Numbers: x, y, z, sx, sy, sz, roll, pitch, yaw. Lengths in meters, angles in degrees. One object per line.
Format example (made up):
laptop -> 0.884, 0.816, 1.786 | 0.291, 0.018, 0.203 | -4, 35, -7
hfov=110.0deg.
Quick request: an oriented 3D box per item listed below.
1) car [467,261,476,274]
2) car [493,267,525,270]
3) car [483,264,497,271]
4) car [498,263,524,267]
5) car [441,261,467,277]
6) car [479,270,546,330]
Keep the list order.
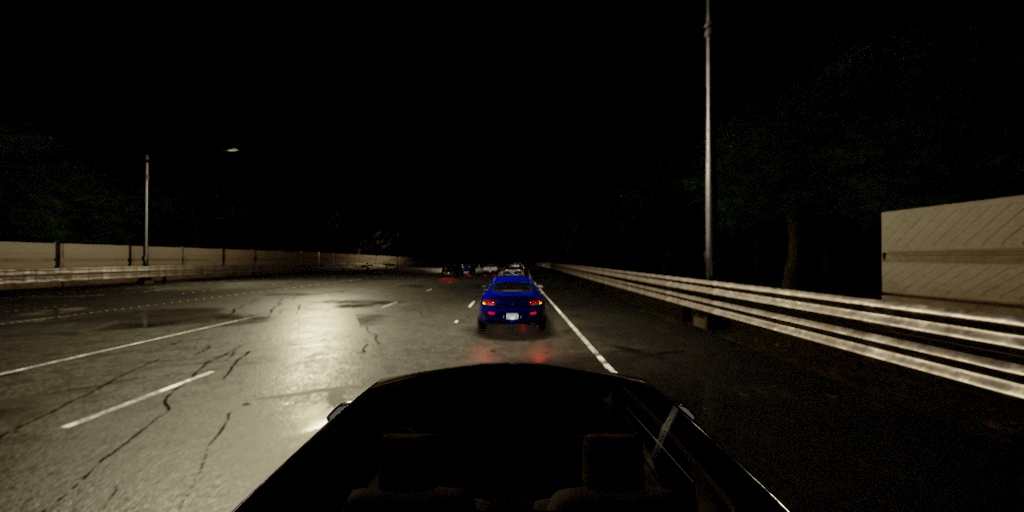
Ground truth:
car -> -6.300, 1.520, 49.305 | 2.097, 1.767, 4.553 | 0, -1, 2
car -> 0.019, 1.476, 20.777 | 1.895, 1.301, 4.718 | 0, 0, 0
car -> -2.771, 1.751, 49.400 | 1.895, 1.301, 4.718 | 0, -1, 3
car -> 0.168, 1.451, 33.215 | 2.128, 1.511, 4.902 | 0, 0, 2
car -> -6.610, 1.569, 40.165 | 1.837, 1.490, 4.892 | 0, -1, 2
car -> 0.011, 1.328, 11.163 | 1.812, 1.442, 4.674 | 0, 0, 0
